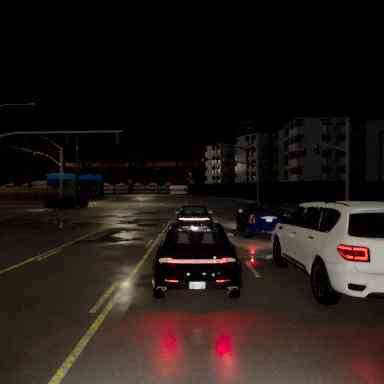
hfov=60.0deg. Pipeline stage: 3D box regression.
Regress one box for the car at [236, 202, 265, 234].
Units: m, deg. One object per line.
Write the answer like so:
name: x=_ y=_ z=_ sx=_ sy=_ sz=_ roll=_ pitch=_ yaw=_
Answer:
car: x=3.611 y=1.328 z=17.669 sx=2.097 sy=1.767 sz=4.553 roll=0 pitch=0 yaw=0

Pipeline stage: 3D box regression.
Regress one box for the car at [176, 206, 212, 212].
car: x=0.113 y=1.473 z=17.946 sx=2.128 sy=1.511 sz=4.902 roll=0 pitch=0 yaw=0

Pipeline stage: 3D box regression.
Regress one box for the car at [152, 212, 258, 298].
car: x=0.103 y=1.499 z=8.534 sx=2.128 sy=1.511 sz=4.902 roll=0 pitch=0 yaw=0

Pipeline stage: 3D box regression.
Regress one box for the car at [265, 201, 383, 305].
car: x=3.595 y=1.220 z=8.246 sx=2.150 sy=2.045 sz=5.566 roll=0 pitch=0 yaw=0

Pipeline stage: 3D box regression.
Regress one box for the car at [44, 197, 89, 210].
car: x=-14.244 y=1.299 z=37.883 sx=4.892 sy=1.490 sz=1.837 roll=0 pitch=1 yaw=-1
